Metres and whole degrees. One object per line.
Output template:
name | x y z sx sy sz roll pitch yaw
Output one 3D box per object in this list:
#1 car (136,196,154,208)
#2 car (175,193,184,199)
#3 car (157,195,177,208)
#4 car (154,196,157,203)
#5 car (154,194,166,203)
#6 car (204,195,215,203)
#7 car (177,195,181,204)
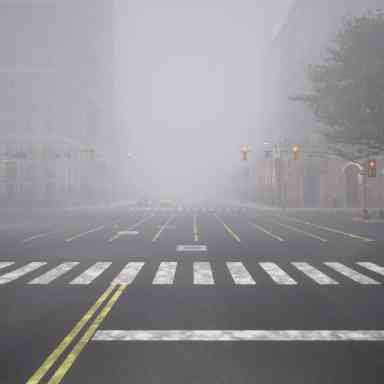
car | -7.176 1.505 49.543 1.837 1.490 4.892 0 0 0
car | -3.369 1.140 87.788 2.128 1.511 4.902 0 0 1
car | -3.675 1.478 49.058 1.882 1.535 5.008 0 0 0
car | -7.142 1.477 62.684 1.882 1.535 5.008 0 0 1
car | -6.998 1.355 73.165 2.097 1.767 4.553 0 0 1
car | 3.567 1.351 68.647 2.097 1.767 4.553 0 0 0
car | -3.648 1.601 62.200 1.895 1.301 4.718 0 0 1
